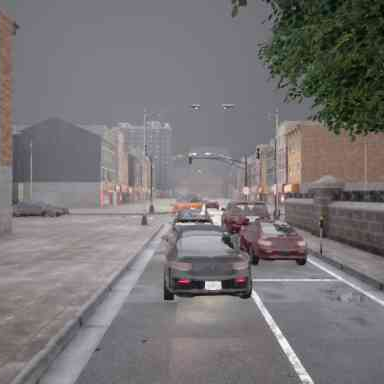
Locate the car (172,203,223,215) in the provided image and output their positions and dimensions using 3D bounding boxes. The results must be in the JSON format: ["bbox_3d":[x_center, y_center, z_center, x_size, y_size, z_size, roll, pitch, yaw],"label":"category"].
[{"bbox_3d":[0.049,1.499,15.705,2.128,1.511,4.902,0,0,0],"label":"car"}]

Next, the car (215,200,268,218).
[{"bbox_3d":[2.618,1.324,16.820,2.192,1.841,5.009,1,0,0],"label":"car"}]

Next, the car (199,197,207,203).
[{"bbox_3d":[2.508,1.738,75.873,1.802,1.307,4.206,0,0,0],"label":"car"}]

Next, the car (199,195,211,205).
[{"bbox_3d":[2.530,1.432,64.999,2.192,1.841,5.009,1,0,0],"label":"car"}]

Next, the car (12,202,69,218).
[{"bbox_3d":[-13.373,1.534,28.359,5.357,1.411,2.033,0,-1,0],"label":"car"}]

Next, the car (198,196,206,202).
[{"bbox_3d":[2.489,1.752,86.748,2.008,1.369,4.403,0,0,0],"label":"car"}]

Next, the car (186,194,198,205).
[{"bbox_3d":[-0.006,1.324,60.740,2.150,2.045,5.566,0,0,0],"label":"car"}]

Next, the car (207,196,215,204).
[{"bbox_3d":[2.567,1.599,43.250,1.887,1.381,4.507,1,0,0],"label":"car"}]

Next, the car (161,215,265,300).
[{"bbox_3d":[0.221,1.528,8.316,1.812,1.442,4.674,0,0,-4],"label":"car"}]

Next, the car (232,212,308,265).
[{"bbox_3d":[2.625,1.586,11.370,1.802,1.307,4.206,1,0,0],"label":"car"}]

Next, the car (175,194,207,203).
[{"bbox_3d":[-0.361,1.401,34.710,2.097,1.767,4.553,0,0,20],"label":"car"}]
